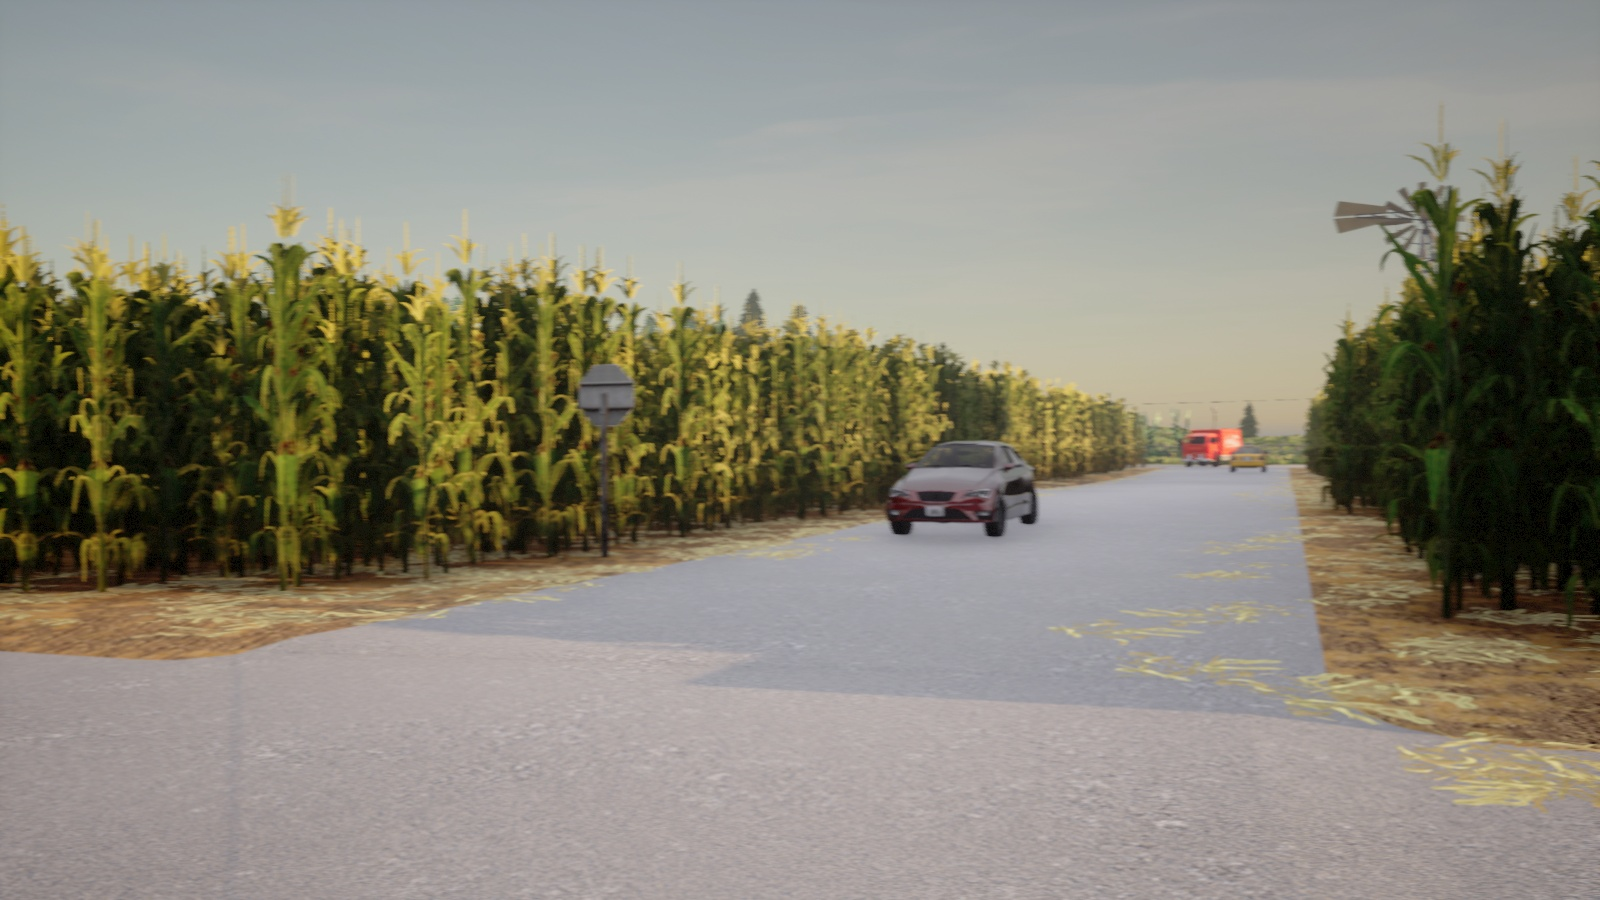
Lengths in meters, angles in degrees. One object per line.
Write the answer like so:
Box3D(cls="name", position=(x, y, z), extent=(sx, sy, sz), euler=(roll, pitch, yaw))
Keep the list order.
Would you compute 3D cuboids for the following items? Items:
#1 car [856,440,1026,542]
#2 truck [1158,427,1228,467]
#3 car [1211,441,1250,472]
Box3D(cls="car", position=(2.439, 0.598, 20.765), extent=(1.816, 1.474, 4.193), euler=(0, 1, 20))
Box3D(cls="truck", position=(25.853, -0.201, 82.427), extent=(2.627, 2.467, 5.204), euler=(-2, 0, 38))
Box3D(cls="car", position=(23.290, 0.331, 67.822), extent=(1.801, 1.575, 5.366), euler=(0, 0, 20))
